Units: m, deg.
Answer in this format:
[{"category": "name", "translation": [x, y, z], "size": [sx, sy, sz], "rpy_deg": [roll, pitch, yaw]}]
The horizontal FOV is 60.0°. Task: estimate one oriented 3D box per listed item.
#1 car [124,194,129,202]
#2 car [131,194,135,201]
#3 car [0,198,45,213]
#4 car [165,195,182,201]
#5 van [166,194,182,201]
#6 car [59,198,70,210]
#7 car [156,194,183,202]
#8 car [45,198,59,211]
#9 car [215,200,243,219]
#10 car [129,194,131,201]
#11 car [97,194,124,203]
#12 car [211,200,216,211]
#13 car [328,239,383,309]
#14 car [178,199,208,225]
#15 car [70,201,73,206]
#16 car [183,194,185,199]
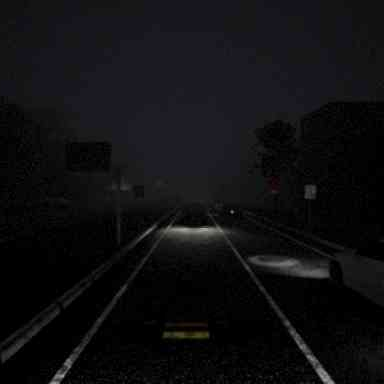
[{"category": "car", "translation": [-18.231, 1.582, 78.699], "size": [5.008, 1.535, 2.097], "rpy_deg": [0, 0, 0]}, {"category": "car", "translation": [-18.143, 1.535, 87.055], "size": [4.553, 1.767, 2.185], "rpy_deg": [0, -1, 0]}, {"category": "car", "translation": [-18.515, 1.480, 34.949], "size": [4.674, 1.452, 2.002], "rpy_deg": [0, 0, 0]}, {"category": "car", "translation": [-5.047, 1.636, 89.820], "size": [4.553, 1.767, 2.185], "rpy_deg": [0, -1, 0]}, {"category": "van", "translation": [-4.947, 1.571, 92.624], "size": [4.442, 1.987, 1.878], "rpy_deg": [0, -1, 0]}, {"category": "car", "translation": [-18.480, 1.458, 41.498], "size": [5.008, 1.535, 2.097], "rpy_deg": [0, 0, 0]}, {"category": "car", "translation": [-5.159, 1.634, 75.808], "size": [4.892, 1.521, 2.231], "rpy_deg": [0, 0, 0]}, {"category": "car", "translation": [-18.490, 1.450, 38.225], "size": [4.892, 1.521, 2.231], "rpy_deg": [0, 0, 0]}, {"category": "car", "translation": [3.457, 1.662, 30.408], "size": [1.994, 1.385, 4.181], "rpy_deg": [0, 0, 1]}, {"category": "car", "translation": [-18.211, 1.646, 81.486], "size": [4.674, 1.452, 2.002], "rpy_deg": [0, 0, 0]}, {"category": "car", "translation": [-18.257, 1.547, 73.131], "size": [5.008, 1.535, 2.097], "rpy_deg": [0, 0, 0]}, {"category": "car", "translation": [3.488, 1.672, 41.951], "size": [2.033, 1.411, 5.357], "rpy_deg": [0, 0, 1]}, {"category": "car", "translation": [4.246, 1.567, 6.280], "size": [1.812, 1.442, 4.674], "rpy_deg": [0, 0, 0]}, {"category": "car", "translation": [0.130, 1.545, 24.792], "size": [1.882, 1.535, 5.008], "rpy_deg": [0, 0, 0]}, {"category": "car", "translation": [-18.451, 1.506, 44.646], "size": [4.674, 1.452, 2.002], "rpy_deg": [0, 0, 0]}, {"category": "car", "translation": [-5.174, 1.401, 78.611], "size": [5.566, 2.045, 2.435], "rpy_deg": [0, 0, 0]}]
